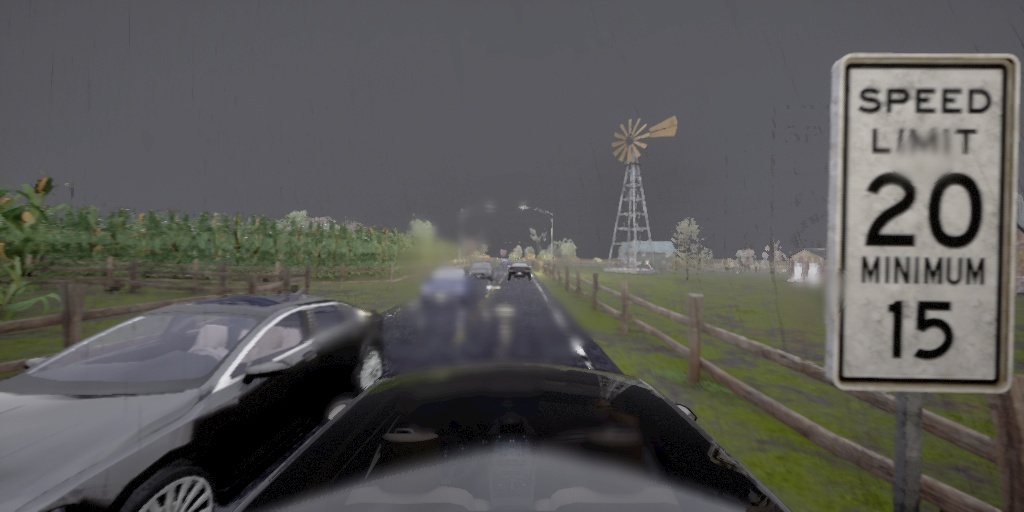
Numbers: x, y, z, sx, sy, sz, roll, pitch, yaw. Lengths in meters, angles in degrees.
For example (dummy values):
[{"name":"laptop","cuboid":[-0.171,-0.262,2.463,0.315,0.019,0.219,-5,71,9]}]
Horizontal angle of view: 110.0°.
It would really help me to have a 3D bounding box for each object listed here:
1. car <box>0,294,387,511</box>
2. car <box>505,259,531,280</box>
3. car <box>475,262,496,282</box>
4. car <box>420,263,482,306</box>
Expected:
[{"name":"car","cuboid":[-2.847,1.202,3.565,2.128,1.511,4.902,1,0,1]},{"name":"car","cuboid":[0.653,1.224,31.064,1.882,1.535,5.008,1,0,1]},{"name":"car","cuboid":[-2.319,1.210,28.624,1.837,1.490,4.892,1,0,1]},{"name":"car","cuboid":[-2.604,1.232,15.721,1.812,1.442,4.674,1,0,1]}]
